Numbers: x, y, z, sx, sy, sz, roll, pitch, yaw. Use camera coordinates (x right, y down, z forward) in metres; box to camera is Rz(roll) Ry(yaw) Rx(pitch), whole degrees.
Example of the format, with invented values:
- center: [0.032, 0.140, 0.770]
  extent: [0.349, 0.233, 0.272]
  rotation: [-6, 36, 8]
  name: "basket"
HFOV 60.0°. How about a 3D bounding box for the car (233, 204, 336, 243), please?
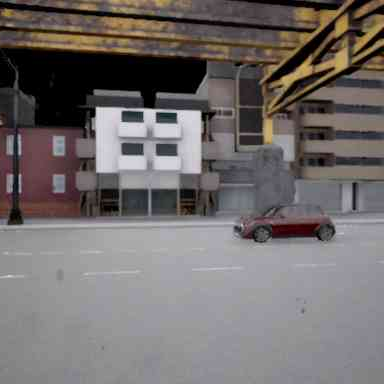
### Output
- center: [4.269, 1.361, 15.720]
  extent: [4.553, 1.767, 2.097]
  rotation: [0, 0, -9]
  name: "car"
